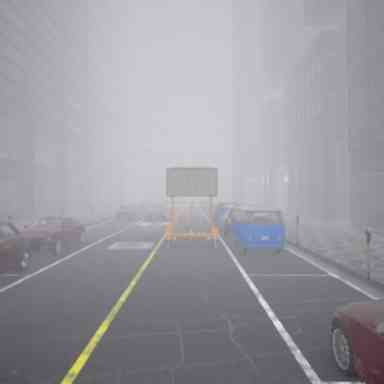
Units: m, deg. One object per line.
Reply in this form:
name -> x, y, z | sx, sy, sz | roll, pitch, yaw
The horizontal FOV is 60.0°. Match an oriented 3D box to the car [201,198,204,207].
car -> 2.645, 1.998, 47.783 | 1.887, 1.381, 4.507 | 1, -1, 0

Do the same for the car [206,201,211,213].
car -> 2.656, 1.851, 30.909 | 2.008, 1.369, 4.403 | 1, -1, 0

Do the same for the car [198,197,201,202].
car -> 2.634, 2.144, 64.656 | 1.887, 1.381, 4.507 | 1, 0, 0

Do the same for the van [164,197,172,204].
van -> -5.900, 2.079, 81.519 | 1.690, 1.788, 3.998 | 1, 0, 0

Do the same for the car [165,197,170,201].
car -> -5.892, 2.182, 64.644 | 1.802, 1.307, 4.206 | 1, 0, 0

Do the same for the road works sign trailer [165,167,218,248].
road works sign trailer -> -0.010, 0.619, 15.504 | 2.380, 3.560, 2.880 | 0, -1, 0

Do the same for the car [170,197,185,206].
car -> -3.048, 1.876, 72.357 | 2.150, 2.045, 5.566 | 0, 0, 0

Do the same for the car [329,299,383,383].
car -> 2.673, 1.611, 2.787 | 1.802, 1.307, 4.206 | 1, -1, 0

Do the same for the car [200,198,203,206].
car -> 2.641, 2.048, 53.406 | 1.887, 1.381, 4.507 | 1, 0, 0

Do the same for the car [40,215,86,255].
car -> -5.859, 1.685, 14.026 | 1.887, 1.381, 4.507 | 1, -1, 0

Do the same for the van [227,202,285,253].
van -> 2.669, 1.481, 14.037 | 1.690, 1.788, 3.998 | 1, -1, 0

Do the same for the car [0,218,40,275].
car -> -5.854, 1.526, 8.403 | 1.967, 1.590, 4.097 | 1, -1, 0

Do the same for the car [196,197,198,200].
car -> 2.620, 2.327, 87.155 | 1.887, 1.381, 4.507 | 1, 0, 0

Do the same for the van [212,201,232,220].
van -> 2.662, 1.589, 25.287 | 1.690, 1.788, 3.998 | 1, -1, 0

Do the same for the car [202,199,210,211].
car -> 2.648, 1.954, 42.158 | 2.008, 1.369, 4.403 | 1, -1, 0

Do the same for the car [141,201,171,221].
car -> -3.117, 1.819, 30.085 | 1.812, 1.442, 4.674 | 0, -1, 0

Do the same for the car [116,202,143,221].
car -> -5.869, 1.845, 30.899 | 1.887, 1.381, 4.507 | 1, -1, 0

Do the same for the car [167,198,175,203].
car -> -5.910, 2.393, 92.766 | 1.947, 1.339, 4.313 | 1, 0, 0

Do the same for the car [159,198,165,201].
car -> -5.884, 2.027, 53.226 | 1.752, 1.417, 4.829 | 1, -1, 0

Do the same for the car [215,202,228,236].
car -> 2.664, 1.635, 19.661 | 1.967, 1.590, 4.097 | 1, -1, 0
